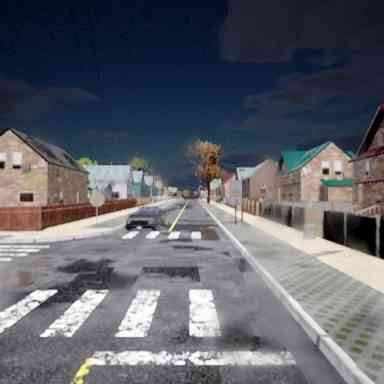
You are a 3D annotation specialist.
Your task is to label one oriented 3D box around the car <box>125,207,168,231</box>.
[{"bbox_3d":[-2.791,1.659,21.597,2.033,1.411,5.357,0,0,5],"label":"car"}]
